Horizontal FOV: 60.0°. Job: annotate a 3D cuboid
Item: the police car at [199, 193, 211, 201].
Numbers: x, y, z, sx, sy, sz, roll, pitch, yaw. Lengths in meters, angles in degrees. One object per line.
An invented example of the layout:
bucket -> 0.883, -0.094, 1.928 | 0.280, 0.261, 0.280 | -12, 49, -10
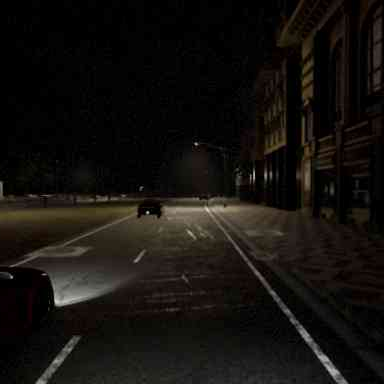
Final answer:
police car -> 2.657, 1.115, 74.910 | 1.930, 1.638, 5.238 | 0, 0, 5

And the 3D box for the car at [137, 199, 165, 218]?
car -> -3.405, 1.333, 28.032 | 1.837, 1.490, 4.892 | 0, 0, 0

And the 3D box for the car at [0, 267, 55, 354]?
car -> -3.401, 1.533, 4.177 | 1.994, 1.385, 4.181 | 0, 0, 0

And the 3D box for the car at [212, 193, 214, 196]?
car -> 4.172, 1.143, 90.526 | 1.882, 1.535, 5.008 | 0, 0, 6
